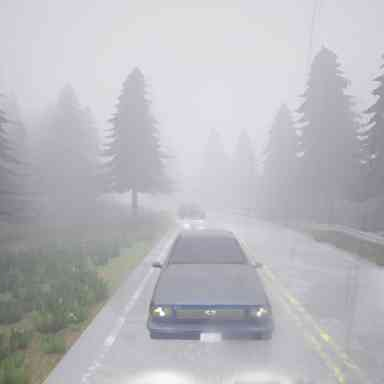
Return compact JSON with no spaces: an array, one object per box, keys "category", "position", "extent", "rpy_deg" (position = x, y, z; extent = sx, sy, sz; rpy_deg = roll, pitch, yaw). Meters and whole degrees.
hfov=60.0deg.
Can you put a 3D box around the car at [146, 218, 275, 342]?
[{"category":"car","position":[0.309,1.555,7.103],"extent":[2.033,1.411,5.357],"rpy_deg":[0,0,1]}]

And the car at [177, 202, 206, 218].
[{"category":"car","position":[-0.090,1.555,27.970],"extent":[1.994,1.385,4.181],"rpy_deg":[1,0,-9]}]
